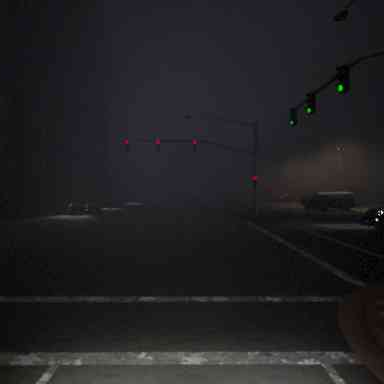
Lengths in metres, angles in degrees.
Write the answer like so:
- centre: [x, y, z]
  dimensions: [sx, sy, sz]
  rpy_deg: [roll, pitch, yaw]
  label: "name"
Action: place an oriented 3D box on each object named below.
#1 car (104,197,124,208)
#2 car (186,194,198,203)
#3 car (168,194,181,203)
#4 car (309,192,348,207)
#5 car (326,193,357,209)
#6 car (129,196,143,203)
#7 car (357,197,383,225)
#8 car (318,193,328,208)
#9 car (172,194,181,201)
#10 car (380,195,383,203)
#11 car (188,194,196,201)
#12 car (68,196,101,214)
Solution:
- centre: [-10.685, 1.407, 46.026]
  dimensions: [2.033, 1.411, 5.357]
  rpy_deg: [0, 0, 0]
  label: "car"
- centre: [-0.009, 1.157, 64.338]
  dimensions: [2.097, 1.767, 4.553]
  rpy_deg: [0, 0, 0]
  label: "car"
- centre: [-3.509, 1.156, 64.355]
  dimensions: [2.097, 1.767, 4.553]
  rpy_deg: [0, 0, 0]
  label: "car"
- centre: [21.718, 1.049, 52.872]
  dimensions: [4.605, 1.855, 1.932]
  rpy_deg: [0, 0, 1]
  label: "car"
- centre: [21.701, 1.308, 47.294]
  dimensions: [3.806, 1.475, 1.970]
  rpy_deg: [0, 0, 1]
  label: "car"
- centre: [-10.542, 1.373, 62.672]
  dimensions: [1.994, 1.385, 4.181]
  rpy_deg: [0, 0, 1]
  label: "car"
- centre: [13.822, 1.341, 21.927]
  dimensions: [4.553, 1.767, 2.097]
  rpy_deg: [0, 0, 0]
  label: "car"
- centre: [21.736, 1.268, 50.189]
  dimensions: [3.905, 1.438, 1.784]
  rpy_deg: [0, 0, 1]
  label: "car"
- centre: [-3.459, 1.231, 74.514]
  dimensions: [1.895, 1.301, 4.718]
  rpy_deg: [0, 0, 0]
  label: "car"
- centre: [36.943, 1.236, 61.139]
  dimensions: [3.905, 1.438, 1.784]
  rpy_deg: [0, 0, 1]
  label: "car"
- centre: [0.041, 1.136, 74.466]
  dimensions: [1.837, 1.490, 4.892]
  rpy_deg: [0, 0, 0]
  label: "car"
- centre: [-10.747, 1.249, 33.477]
  dimensions: [2.097, 1.767, 4.553]
  rpy_deg: [0, 0, 0]
  label: "car"
